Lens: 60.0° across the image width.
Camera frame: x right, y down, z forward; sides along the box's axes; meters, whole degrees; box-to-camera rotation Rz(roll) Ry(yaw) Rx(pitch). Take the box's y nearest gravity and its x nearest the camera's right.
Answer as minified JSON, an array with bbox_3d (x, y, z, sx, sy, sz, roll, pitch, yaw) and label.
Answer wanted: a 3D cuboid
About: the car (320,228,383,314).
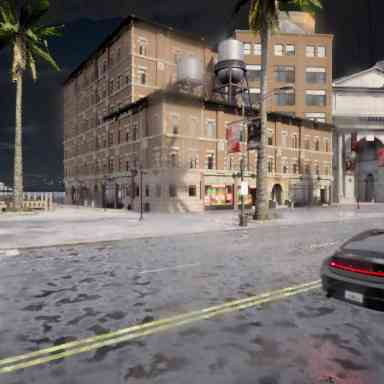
[{"bbox_3d":[4.693,1.505,6.975,4.892,1.490,1.837,0,0,-35],"label":"car"}]
